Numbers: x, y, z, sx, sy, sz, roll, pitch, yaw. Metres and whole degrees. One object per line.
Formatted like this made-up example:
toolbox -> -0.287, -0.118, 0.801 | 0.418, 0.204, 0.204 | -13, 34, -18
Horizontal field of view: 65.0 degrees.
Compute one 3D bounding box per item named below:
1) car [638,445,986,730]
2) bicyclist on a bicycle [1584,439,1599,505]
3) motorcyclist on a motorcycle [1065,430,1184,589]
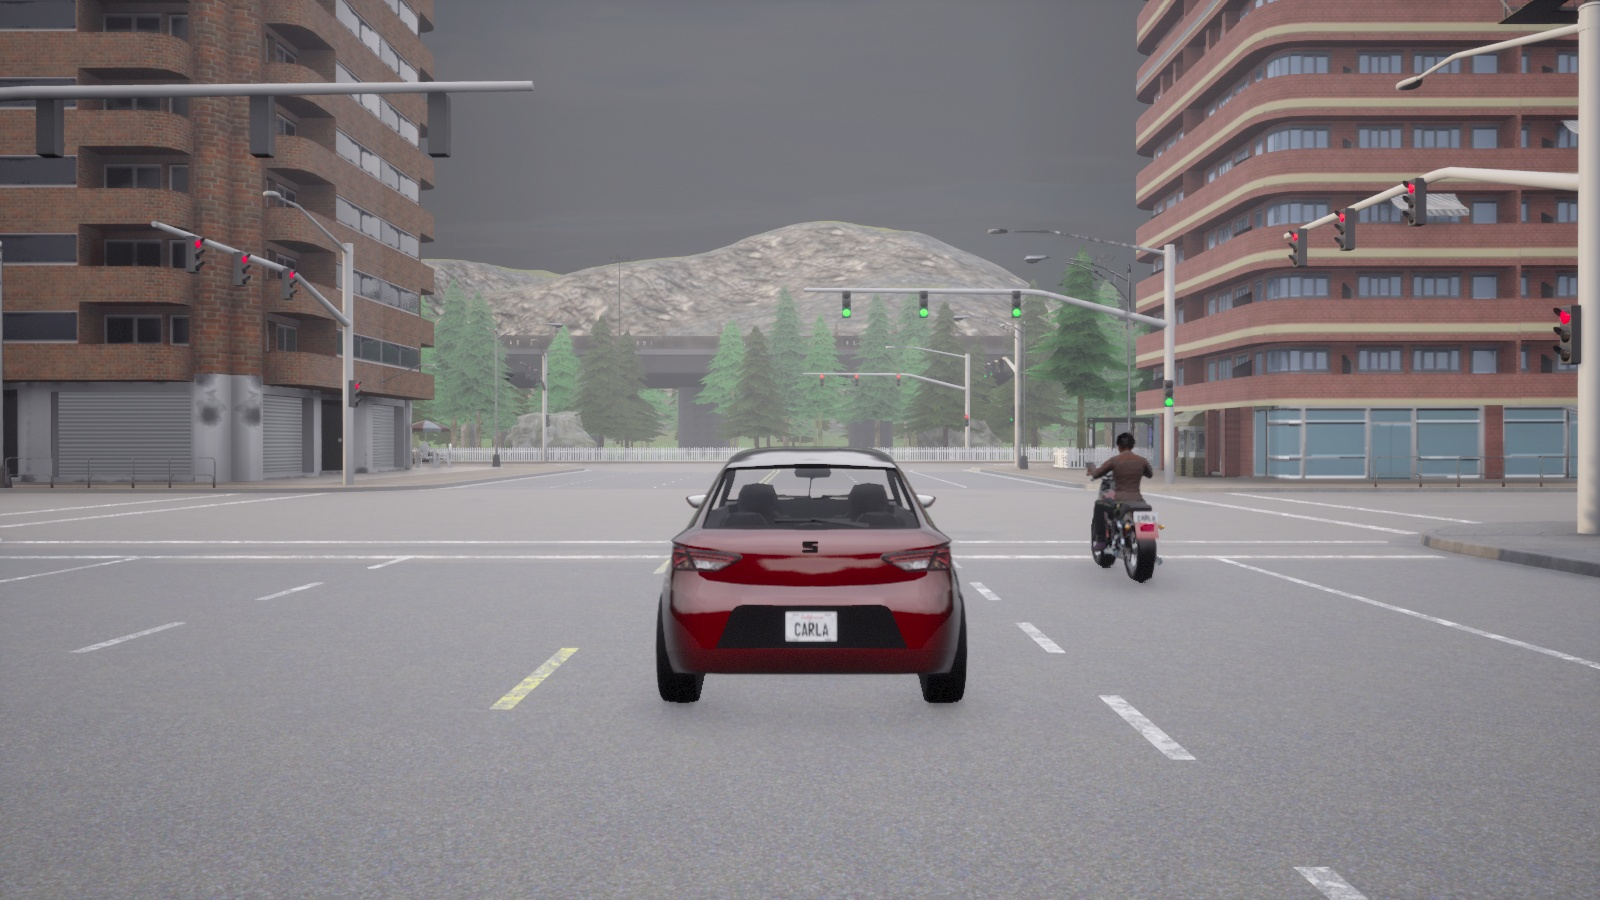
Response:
car -> 0.076, 0.711, 8.656 | 1.816, 1.474, 4.193 | 0, 0, 0
bicyclist on a bicycle -> 20.418, 0.540, 31.095 | 1.656, 1.620, 0.582 | 0, 0, 0
motorcyclist on a motorcycle -> 3.624, 0.619, 14.254 | 0.766, 1.649, 2.350 | 0, 0, 1
